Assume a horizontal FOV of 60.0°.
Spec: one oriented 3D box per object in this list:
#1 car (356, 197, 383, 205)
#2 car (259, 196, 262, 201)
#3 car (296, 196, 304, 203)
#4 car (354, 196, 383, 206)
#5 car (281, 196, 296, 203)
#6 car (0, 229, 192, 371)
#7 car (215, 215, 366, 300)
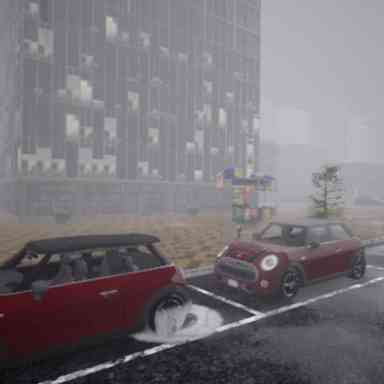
[{"bbox_3d":[32.195,1.625,60.246,1.802,1.307,4.206,0,-1,-35],"label":"car"},{"bbox_3d":[15.631,1.621,83.911,1.967,1.590,4.097,0,-1,-35],"label":"car"},{"bbox_3d":[25.189,1.416,70.276,2.192,1.841,5.009,0,-1,-35],"label":"car"},{"bbox_3d":[27.616,1.362,51.692,1.967,1.590,4.097,1,-1,-35],"label":"car"},{"bbox_3d":[21.998,1.568,74.818,1.967,1.590,4.097,0,-1,-35],"label":"car"},{"bbox_3d":[-2.086,1.439,5.024,4.097,1.590,1.967,0,1,-36],"label":"car"},{"bbox_3d":[2.513,1.428,8.300,4.097,1.590,1.967,0,1,-36],"label":"car"}]
